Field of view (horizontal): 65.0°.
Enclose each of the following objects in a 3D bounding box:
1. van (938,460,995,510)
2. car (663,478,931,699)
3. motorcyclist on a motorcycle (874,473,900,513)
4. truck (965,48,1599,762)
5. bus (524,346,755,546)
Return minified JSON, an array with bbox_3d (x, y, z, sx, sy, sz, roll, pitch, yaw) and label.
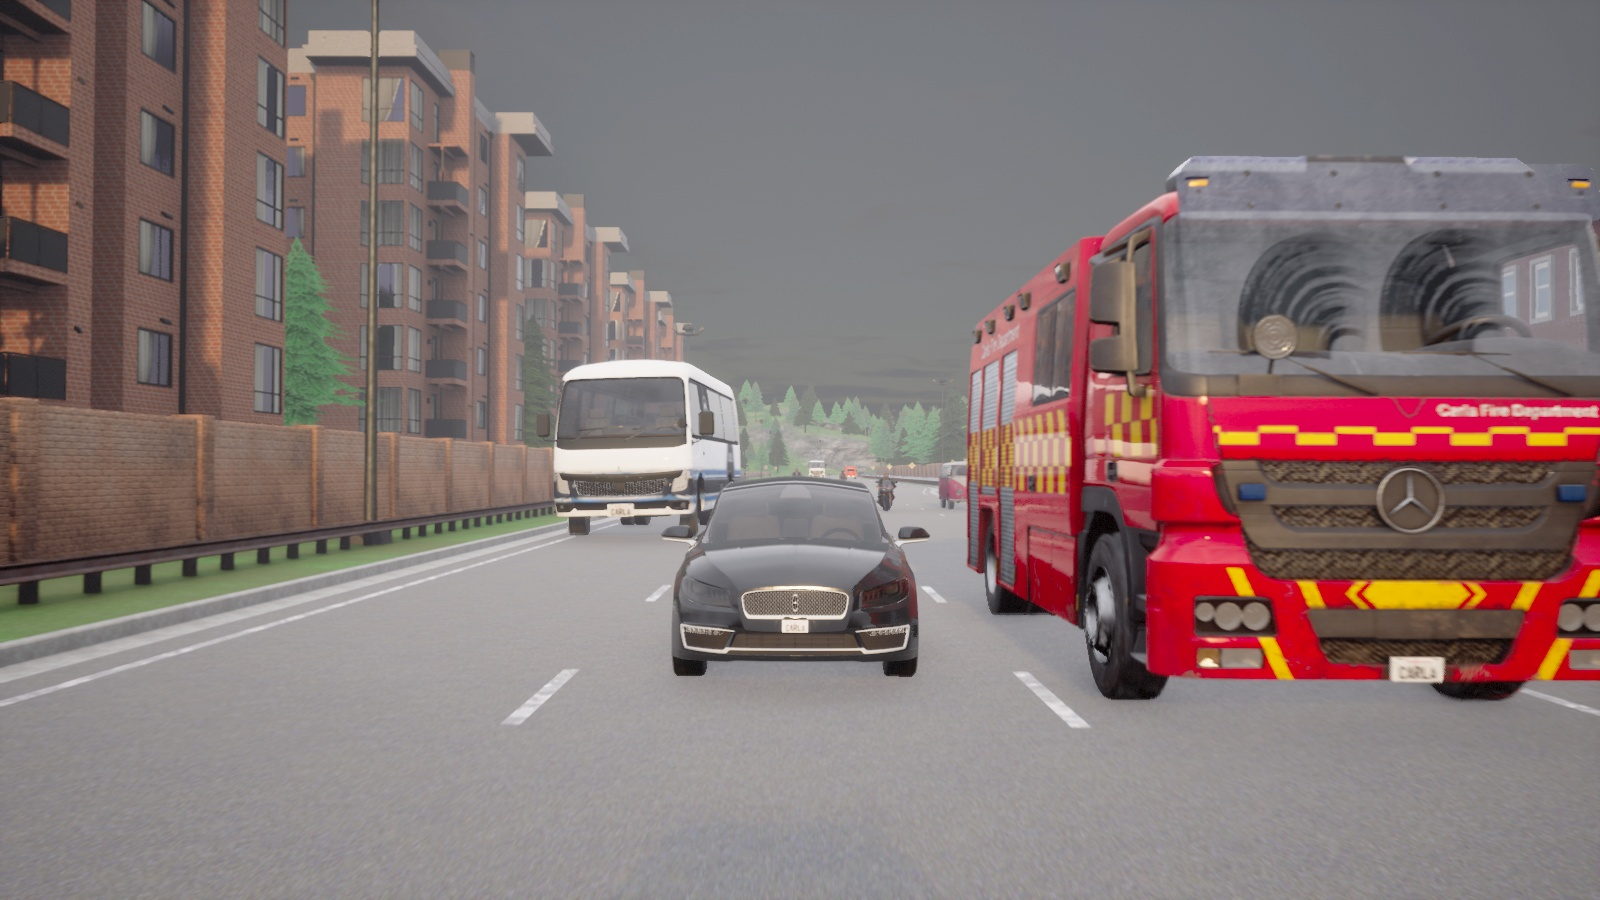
[{"bbox_3d":[6.874,1.414,52.197,1.775,1.987,4.442,0,-1,0],"label":"van"},{"bbox_3d":[-0.032,1.005,11.085,1.837,1.490,4.892,0,-1,0],"label":"car"},{"bbox_3d":[3.383,1.658,49.101,0.866,1.530,2.191,0,-1,0],"label":"motorcyclist on a motorcycle"},{"bbox_3d":[3.469,-0.180,10.979,2.891,3.827,8.468,0,-1,0],"label":"truck"},{"bbox_3d":[-3.712,0.000,32.649,3.944,4.253,10.273,-2,-1,4],"label":"bus"}]
